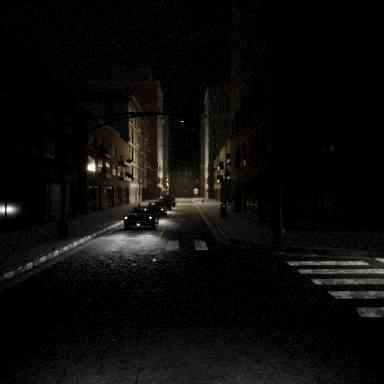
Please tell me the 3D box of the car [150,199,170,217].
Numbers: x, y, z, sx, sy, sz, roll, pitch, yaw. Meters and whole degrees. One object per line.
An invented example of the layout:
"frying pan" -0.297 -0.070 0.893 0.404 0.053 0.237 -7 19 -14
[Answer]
"car" -3.331 1.596 30.903 1.895 1.301 4.718 0 0 -1

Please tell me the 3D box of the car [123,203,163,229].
"car" -3.190 1.600 21.730 1.895 1.301 4.718 0 0 -1

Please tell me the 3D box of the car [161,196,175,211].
"car" -3.453 1.554 40.176 1.994 1.385 4.181 0 0 0
